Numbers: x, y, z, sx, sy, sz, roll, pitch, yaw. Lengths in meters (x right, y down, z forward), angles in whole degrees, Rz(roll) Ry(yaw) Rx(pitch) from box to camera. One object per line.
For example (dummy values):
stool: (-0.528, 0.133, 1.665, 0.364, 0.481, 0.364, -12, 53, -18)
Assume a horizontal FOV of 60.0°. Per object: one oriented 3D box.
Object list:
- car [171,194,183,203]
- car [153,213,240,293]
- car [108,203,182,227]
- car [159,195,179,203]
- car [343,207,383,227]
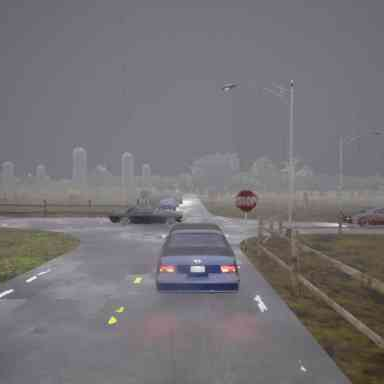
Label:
car: (-2.833, 1.441, 49.254, 2.128, 1.511, 4.902, 0, 0, 0)
car: (0.106, 1.543, 8.962, 2.033, 1.411, 5.357, 0, 0, 0)
car: (-2.840, 1.581, 21.529, 4.718, 1.301, 1.895, 1, 1, 0)
car: (-2.799, 1.445, 38.819, 1.882, 1.535, 5.008, 0, 0, -1)
car: (13.506, 1.823, 24.569, 4.181, 1.385, 1.994, 1, 1, 0)
